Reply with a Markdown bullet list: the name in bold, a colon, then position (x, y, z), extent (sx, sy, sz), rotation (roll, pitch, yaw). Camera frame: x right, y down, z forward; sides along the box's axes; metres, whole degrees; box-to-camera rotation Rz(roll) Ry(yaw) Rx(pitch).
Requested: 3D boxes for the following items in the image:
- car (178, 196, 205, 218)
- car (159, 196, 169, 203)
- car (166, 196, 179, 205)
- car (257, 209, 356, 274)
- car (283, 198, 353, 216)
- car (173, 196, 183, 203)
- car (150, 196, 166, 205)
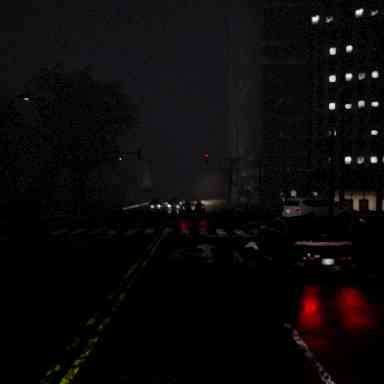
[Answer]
- **car**: position (0.105, 1.401, 30.426), extent (2.097, 1.767, 4.553), rotation (0, 0, 0)
- **car**: position (-6.491, 1.645, 76.444), extent (1.882, 1.535, 5.008), rotation (0, 0, 0)
- **car**: position (-3.276, 1.628, 61.240), extent (1.837, 1.490, 4.892), rotation (0, 0, 1)
- **car**: position (3.352, 1.506, 10.627), extent (2.128, 1.511, 4.902), rotation (0, 0, 0)
- **car**: position (9.755, 1.450, 25.857), extent (5.566, 2.045, 2.150), rotation (-1, 0, -20)
- **car**: position (-3.241, 1.721, 76.711), extent (1.994, 1.385, 4.181), rotation (0, 0, 0)
- **car**: position (-6.526, 1.688, 61.246), extent (1.994, 1.385, 4.181), rotation (0, 0, 1)
